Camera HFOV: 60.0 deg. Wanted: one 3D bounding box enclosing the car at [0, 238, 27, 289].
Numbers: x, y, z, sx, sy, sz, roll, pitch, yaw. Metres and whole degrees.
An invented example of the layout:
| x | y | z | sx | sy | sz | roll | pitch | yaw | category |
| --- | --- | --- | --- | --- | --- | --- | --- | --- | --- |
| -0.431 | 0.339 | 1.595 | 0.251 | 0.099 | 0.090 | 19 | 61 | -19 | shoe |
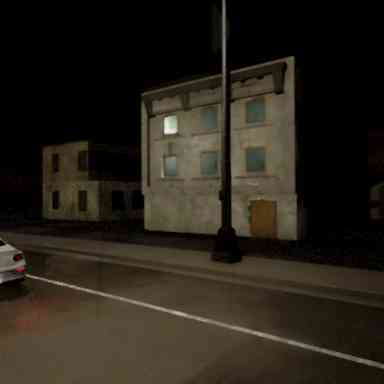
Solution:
| x | y | z | sx | sy | sz | roll | pitch | yaw | category |
| --- | --- | --- | --- | --- | --- | --- | --- | --- | --- |
| -5.896 | 1.634 | 8.197 | 4.674 | 1.442 | 1.812 | -1 | -1 | 35 | car |
